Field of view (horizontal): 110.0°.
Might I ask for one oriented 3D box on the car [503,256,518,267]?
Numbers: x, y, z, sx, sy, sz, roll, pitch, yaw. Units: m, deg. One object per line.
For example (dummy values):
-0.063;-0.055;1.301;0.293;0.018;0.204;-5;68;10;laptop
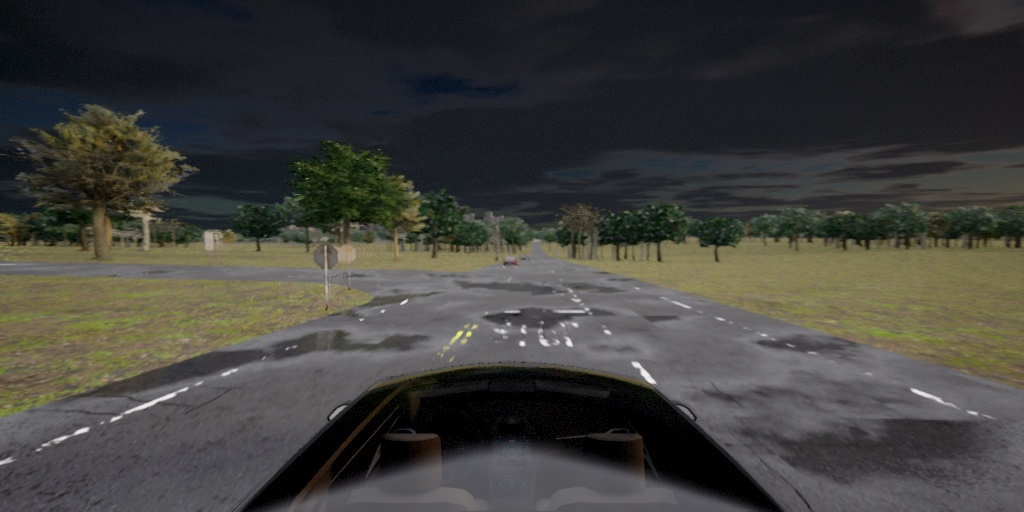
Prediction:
-0.217;0.709;51.309;1.882;1.535;5.008;-1;0;4;car
